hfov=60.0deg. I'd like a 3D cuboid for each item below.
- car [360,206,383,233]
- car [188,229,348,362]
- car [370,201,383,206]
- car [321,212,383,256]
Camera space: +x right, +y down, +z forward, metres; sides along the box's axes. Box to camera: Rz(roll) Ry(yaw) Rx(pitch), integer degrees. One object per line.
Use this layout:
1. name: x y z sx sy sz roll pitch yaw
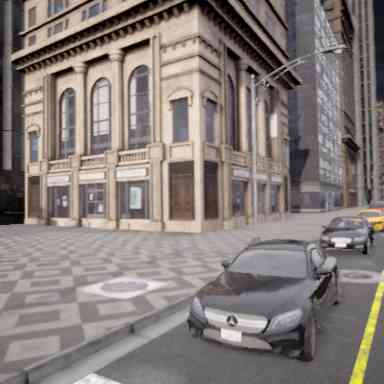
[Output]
1. car: 13.167 2.051 24.495 1.882 1.535 5.008 -2 -2 33
2. car: 1.709 1.707 6.472 1.812 1.442 4.674 -2 -2 31
3. car: 18.870 1.982 33.335 2.150 2.045 5.566 -2 -2 33
4. car: 7.143 1.862 15.099 2.128 1.511 4.902 -2 -2 33
